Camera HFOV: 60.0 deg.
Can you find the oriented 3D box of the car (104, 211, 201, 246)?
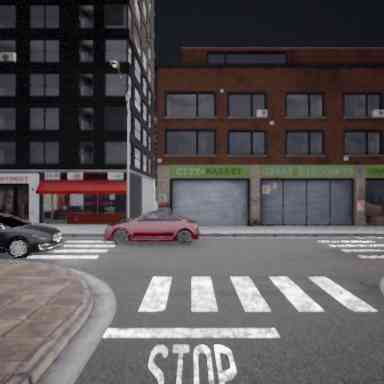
[{"bbox_3d":[-1.703,1.545,14.767,4.181,1.385,1.994,0,0,0],"label":"car"}]

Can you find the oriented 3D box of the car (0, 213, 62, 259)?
[{"bbox_3d":[-7.175,1.473,11.818,4.892,1.490,1.837,0,0,0],"label":"car"}]
